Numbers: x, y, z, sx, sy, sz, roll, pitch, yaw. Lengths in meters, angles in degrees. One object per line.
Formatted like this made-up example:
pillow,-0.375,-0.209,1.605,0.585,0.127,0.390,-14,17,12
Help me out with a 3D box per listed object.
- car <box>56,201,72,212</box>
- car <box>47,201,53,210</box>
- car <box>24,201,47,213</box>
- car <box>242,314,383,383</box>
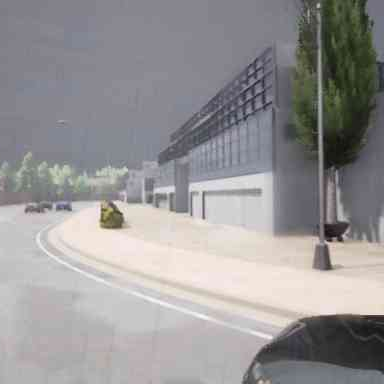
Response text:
car,-19.118,2.107,49.750,1.882,1.535,5.008,0,-1,-15
car,-23.994,2.219,54.516,1.837,1.490,4.892,0,-1,-15
car,-21.662,2.137,45.673,1.812,1.442,4.674,0,-1,-15
car,2.423,1.565,2.316,4.181,1.385,1.994,-1,-1,37
